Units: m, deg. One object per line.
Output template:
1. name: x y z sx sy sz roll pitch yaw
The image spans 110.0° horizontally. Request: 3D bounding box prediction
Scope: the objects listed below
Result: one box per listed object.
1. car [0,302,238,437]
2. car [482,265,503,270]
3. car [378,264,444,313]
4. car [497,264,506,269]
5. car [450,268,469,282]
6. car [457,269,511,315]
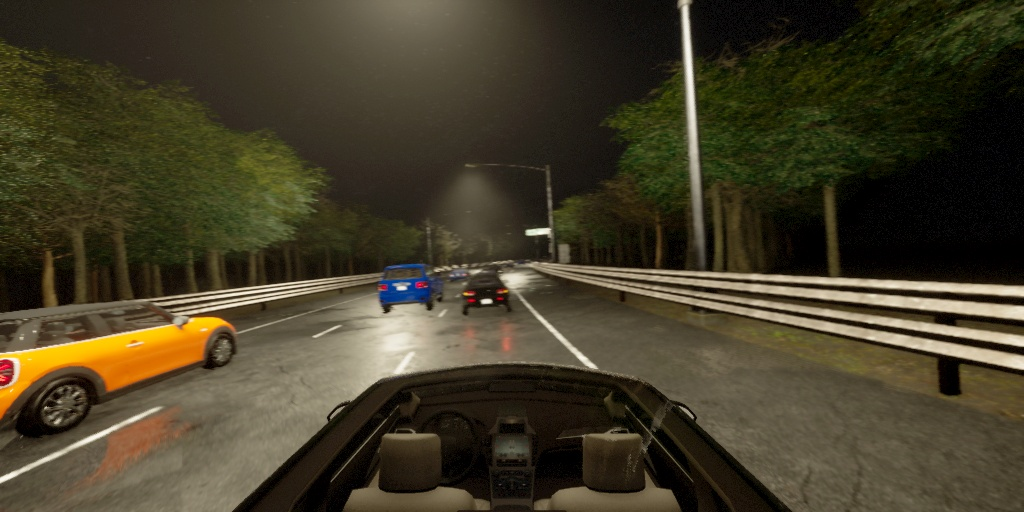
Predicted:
1. car: -7.276 1.605 6.384 2.097 1.767 4.553 -4 -1 -6
2. car: -1.765 1.667 27.540 1.994 1.385 4.181 -4 -1 -2
3. car: -4.626 1.411 17.100 2.150 2.045 5.566 -4 0 -4
4. car: -2.075 1.818 46.241 1.812 1.442 4.674 -4 -1 0
5. car: -5.446 1.980 38.368 2.033 1.411 5.357 -4 -1 -1
6. car: -1.069 1.471 14.954 1.812 1.442 4.674 -4 -1 -4
